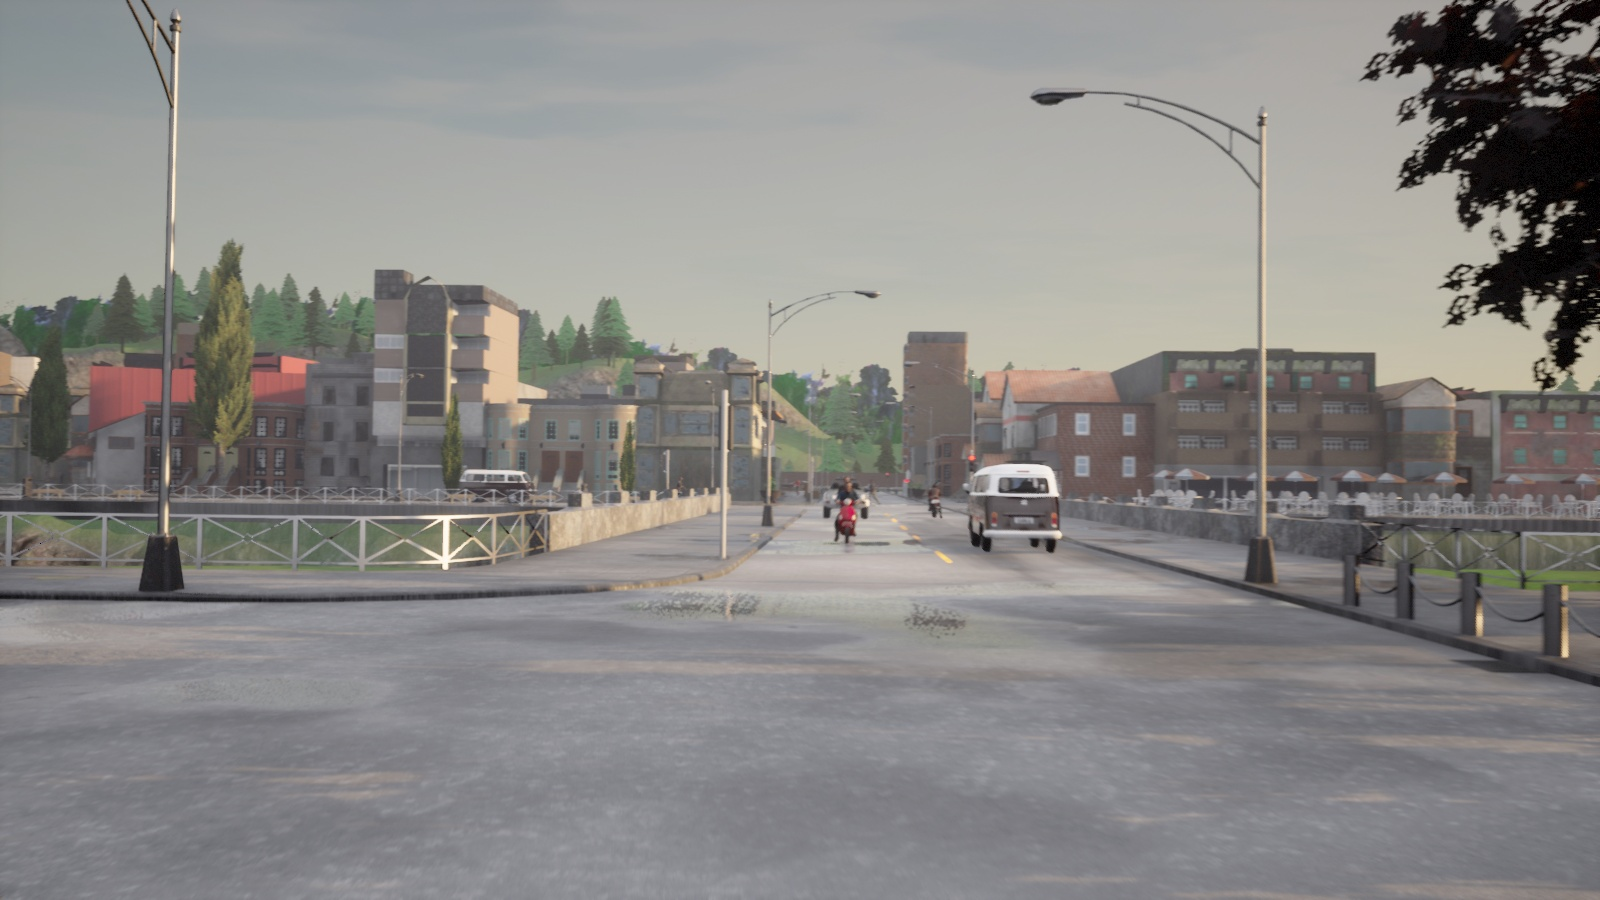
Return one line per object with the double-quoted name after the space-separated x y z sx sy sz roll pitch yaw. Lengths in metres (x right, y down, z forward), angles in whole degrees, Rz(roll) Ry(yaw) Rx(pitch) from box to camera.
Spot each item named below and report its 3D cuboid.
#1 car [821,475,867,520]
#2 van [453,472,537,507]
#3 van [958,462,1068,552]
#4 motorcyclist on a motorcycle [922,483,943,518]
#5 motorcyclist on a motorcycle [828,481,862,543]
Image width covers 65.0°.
1.904 2.018 54.488 1.932 1.855 4.605 0 -1 2 "car"
-18.347 2.366 75.637 4.480 2.038 2.069 0 -1 2 "van"
5.100 1.344 30.662 2.069 2.038 4.480 0 -1 2 "van"
5.961 2.251 56.492 0.797 1.523 2.044 0 -1 3 "motorcyclist on a motorcycle"
1.206 1.620 33.141 0.866 1.590 1.817 0 -1 3 "motorcyclist on a motorcycle"
